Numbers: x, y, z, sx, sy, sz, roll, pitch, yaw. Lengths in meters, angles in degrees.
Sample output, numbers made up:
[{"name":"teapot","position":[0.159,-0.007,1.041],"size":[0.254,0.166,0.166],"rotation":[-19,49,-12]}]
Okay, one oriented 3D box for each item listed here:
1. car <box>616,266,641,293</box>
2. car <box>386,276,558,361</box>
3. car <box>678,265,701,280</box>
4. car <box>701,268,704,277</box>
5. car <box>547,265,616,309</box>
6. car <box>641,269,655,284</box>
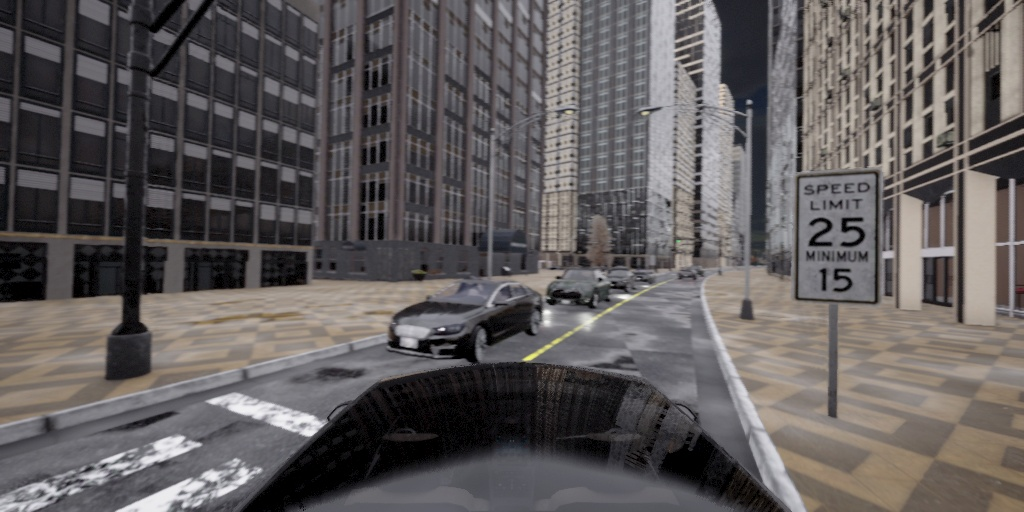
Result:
[{"name":"car","position":[7.383,1.654,24.816],"size":[1.837,1.490,4.892],"rotation":[1,-1,28]},{"name":"car","position":[-0.766,1.302,8.508],"size":[2.128,1.511,4.902],"rotation":[1,-1,25]},{"name":"car","position":[21.198,2.098,43.239],"size":[2.128,1.511,4.902],"rotation":[1,-1,30]},{"name":"car","position":[27.750,2.188,54.147],"size":[2.097,1.767,4.553],"rotation":[1,-1,32]},{"name":"car","position":[3.203,1.331,16.638],"size":[2.097,1.767,4.553],"rotation":[1,-1,27]},{"name":"car","position":[12.410,1.907,34.139],"size":[1.994,1.385,4.181],"rotation":[1,-1,29]}]
